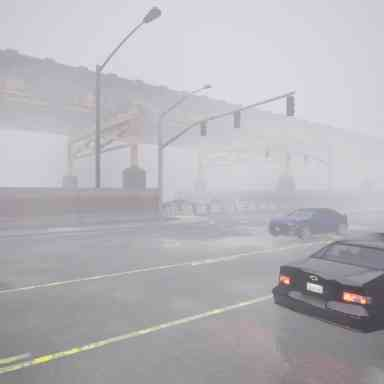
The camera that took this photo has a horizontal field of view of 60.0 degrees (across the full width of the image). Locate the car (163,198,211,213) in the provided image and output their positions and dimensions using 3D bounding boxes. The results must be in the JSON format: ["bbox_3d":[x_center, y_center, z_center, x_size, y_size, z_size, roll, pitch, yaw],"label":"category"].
[{"bbox_3d":[-0.827,1.453,35.985,4.974,1.542,2.038,0,0,7],"label":"car"}]

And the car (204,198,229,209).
[{"bbox_3d":[2.906,1.295,38.757,1.853,1.218,4.536,0,0,17],"label":"car"}]

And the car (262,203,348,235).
[{"bbox_3d":[6.020,1.477,17.055,5.008,1.535,1.882,0,0,-36],"label":"car"}]

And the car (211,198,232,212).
[{"bbox_3d":[2.891,1.453,38.707,2.038,1.542,4.974,0,0,17],"label":"car"}]

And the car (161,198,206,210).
[{"bbox_3d":[-0.879,1.295,35.992,4.536,1.218,1.853,0,0,7],"label":"car"}]

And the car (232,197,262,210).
[{"bbox_3d":[6.712,1.295,42.499,4.536,1.218,1.853,0,0,-8],"label":"car"}]

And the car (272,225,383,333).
[{"bbox_3d":[3.954,1.547,6.671,5.357,1.411,2.033,0,0,-36],"label":"car"}]

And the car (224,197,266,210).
[{"bbox_3d":[6.764,1.453,42.506,4.974,1.542,2.038,0,0,-8],"label":"car"}]
